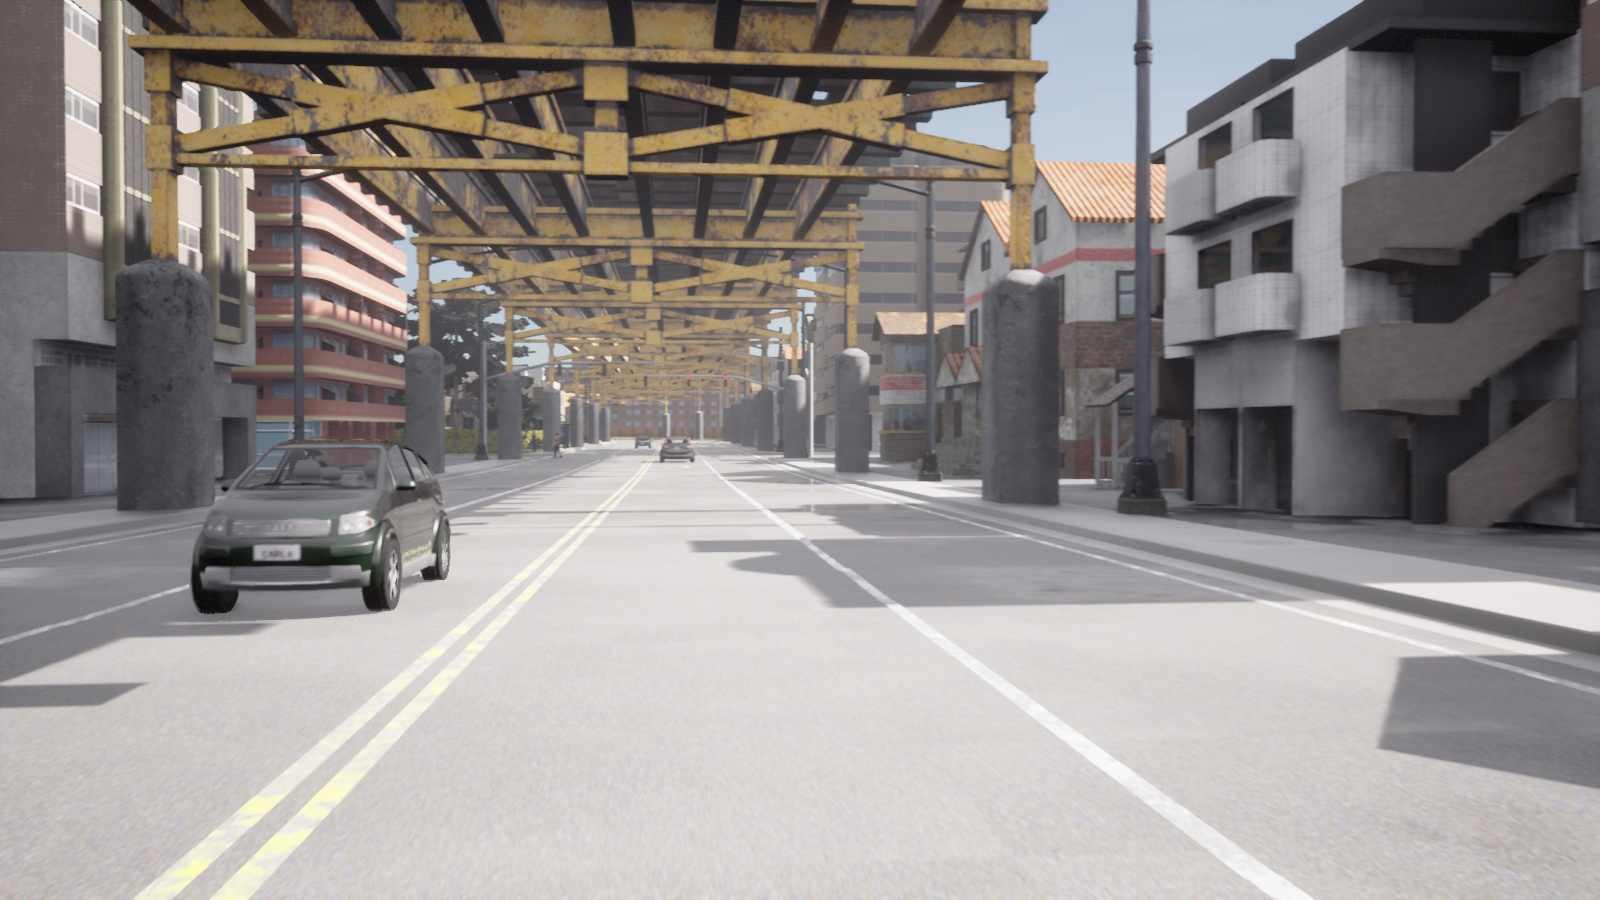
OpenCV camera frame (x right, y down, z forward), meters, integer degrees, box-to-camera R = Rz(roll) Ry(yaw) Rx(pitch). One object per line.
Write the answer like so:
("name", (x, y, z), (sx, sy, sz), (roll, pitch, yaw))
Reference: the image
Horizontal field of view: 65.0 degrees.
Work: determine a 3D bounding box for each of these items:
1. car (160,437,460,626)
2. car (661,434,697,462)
("car", (-4.549, 0.662, 12.260), (1.789, 1.549, 3.705), (0, 0, -6))
("car", (-7.680, -0.147, 79.735), (2.242, 1.667, 4.611), (0, 1, -5))
